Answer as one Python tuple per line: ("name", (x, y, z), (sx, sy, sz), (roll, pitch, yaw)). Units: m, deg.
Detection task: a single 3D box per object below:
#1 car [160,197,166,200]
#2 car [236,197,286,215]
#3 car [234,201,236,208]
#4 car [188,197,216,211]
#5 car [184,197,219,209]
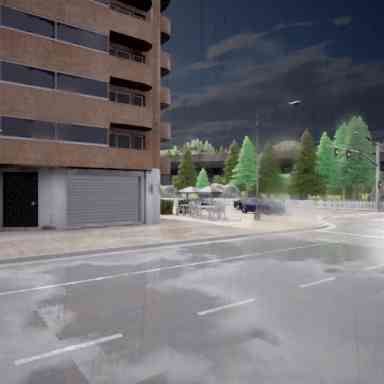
("car", (-5.324, 1.298, 47.932), (4.553, 1.767, 2.097), (0, 0, 36))
("car", (6.999, 1.297, 32.861), (2.097, 1.767, 4.553), (0, 0, -36))
("car", (7.016, 1.422, 38.786), (1.882, 1.535, 5.008), (0, 0, -37))
("car", (1.601, 1.449, 40.232), (1.837, 1.490, 4.892), (0, 0, -37))
("car", (1.258, 1.436, 46.197), (2.128, 1.511, 4.902), (0, 0, -41))
